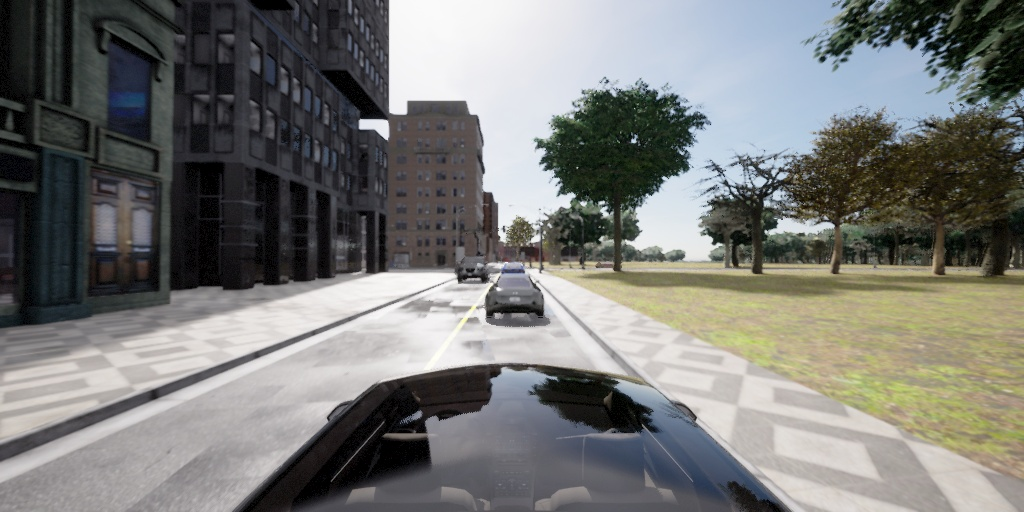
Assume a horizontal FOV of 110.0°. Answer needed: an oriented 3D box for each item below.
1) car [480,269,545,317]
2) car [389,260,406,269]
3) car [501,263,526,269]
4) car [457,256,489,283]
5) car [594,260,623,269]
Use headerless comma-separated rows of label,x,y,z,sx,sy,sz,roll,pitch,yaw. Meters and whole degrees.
car,0.096,1.332,13.215,1.994,1.385,4.181,0,0,0
car,-18.795,1.232,54.142,5.357,1.411,2.033,0,-1,0
car,0.099,1.299,29.058,1.882,1.535,5.008,0,0,0
car,-3.087,1.043,29.164,2.150,2.045,5.566,0,0,0
car,14.556,1.269,54.196,4.181,1.385,1.994,0,-1,0
